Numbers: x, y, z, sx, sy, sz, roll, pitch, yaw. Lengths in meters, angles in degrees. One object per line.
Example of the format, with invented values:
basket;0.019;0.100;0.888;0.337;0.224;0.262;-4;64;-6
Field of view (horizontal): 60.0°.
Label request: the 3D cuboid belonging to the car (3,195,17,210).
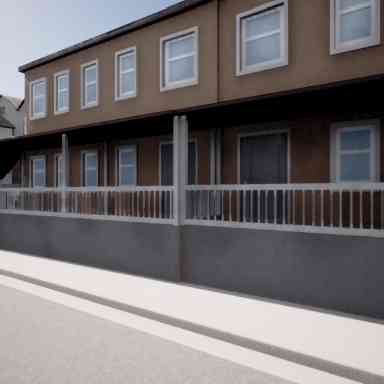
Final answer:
car;-15.560;1.057;28.146;1.994;1.385;4.181;0;14;35
